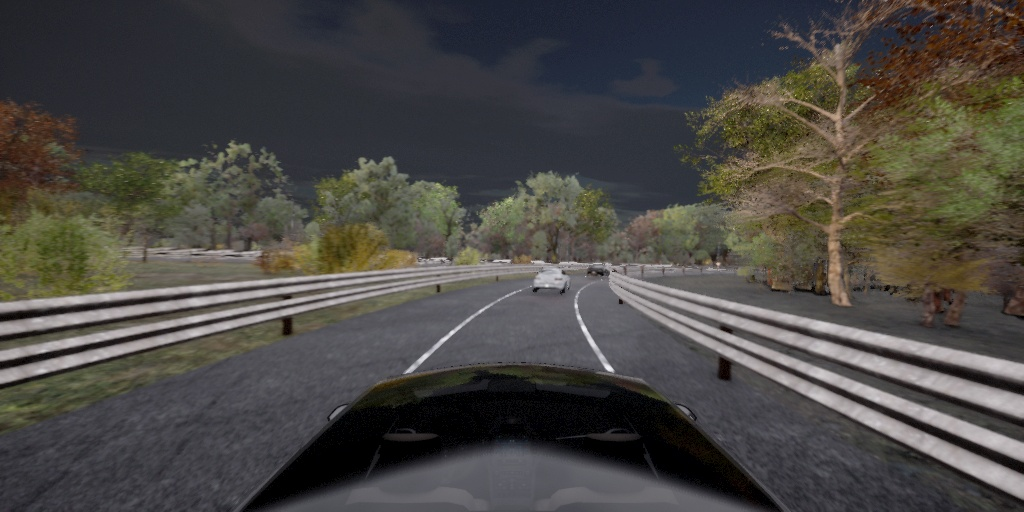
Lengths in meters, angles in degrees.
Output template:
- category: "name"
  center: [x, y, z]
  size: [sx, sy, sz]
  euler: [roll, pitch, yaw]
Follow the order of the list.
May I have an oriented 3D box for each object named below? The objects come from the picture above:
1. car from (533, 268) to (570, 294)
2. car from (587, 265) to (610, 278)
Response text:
- category: "car"
  center: [2.481, 1.441, 21.954]
  size: [1.812, 1.442, 4.674]
  euler: [1, -1, 14]
- category: "car"
  center: [10.292, 1.746, 42.045]
  size: [1.882, 1.535, 5.008]
  euler: [1, -1, 29]
